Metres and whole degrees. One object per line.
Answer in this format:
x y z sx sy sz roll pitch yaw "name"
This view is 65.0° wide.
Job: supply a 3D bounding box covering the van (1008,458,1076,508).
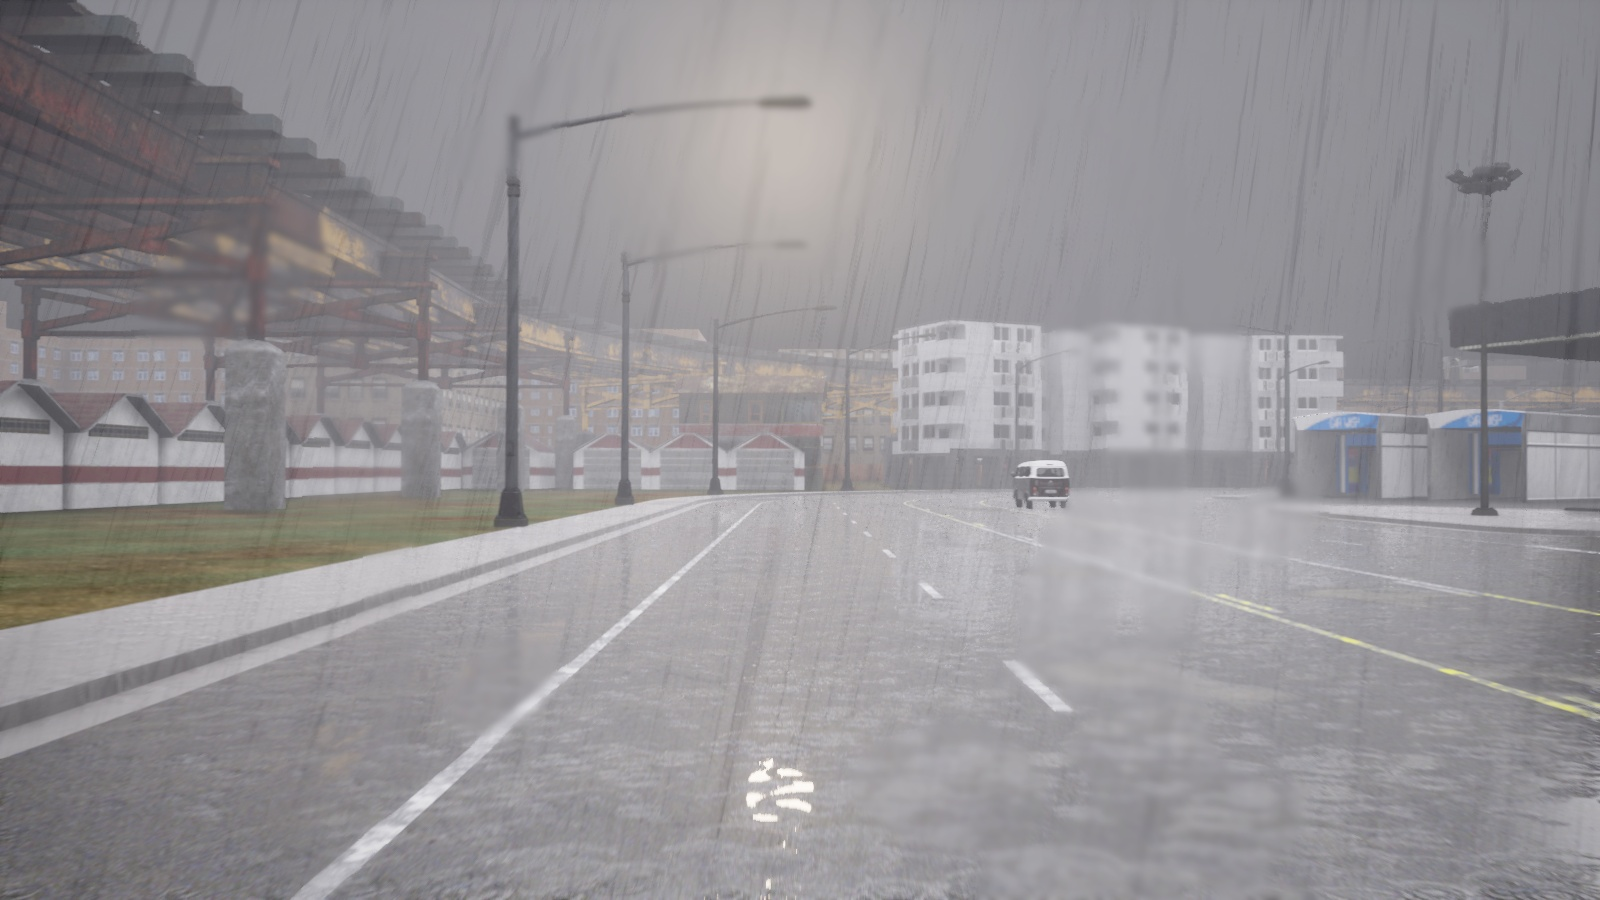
10.380 1.404 54.228 2.069 2.038 4.480 0 -1 0 "van"
